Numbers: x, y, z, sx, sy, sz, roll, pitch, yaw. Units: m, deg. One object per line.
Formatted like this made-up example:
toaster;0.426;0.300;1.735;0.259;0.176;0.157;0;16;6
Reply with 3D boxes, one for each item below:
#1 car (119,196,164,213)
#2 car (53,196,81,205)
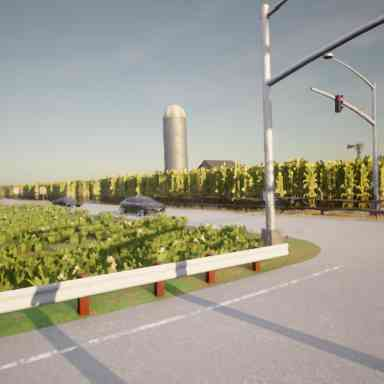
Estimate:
car;-4.022;1.105;26.382;1.837;1.490;4.892;-3;2;-40
car;-14.958;1.217;39.392;2.033;1.411;5.357;-3;2;-40
